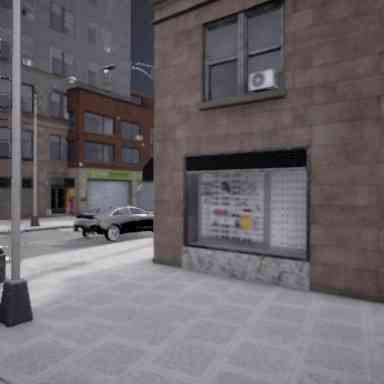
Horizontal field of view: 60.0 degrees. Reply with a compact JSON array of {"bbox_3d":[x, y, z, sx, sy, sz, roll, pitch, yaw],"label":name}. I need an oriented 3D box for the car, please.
[{"bbox_3d":[-3.296,1.371,15.959,2.128,1.511,4.902,1,0,35],"label":"car"}]
